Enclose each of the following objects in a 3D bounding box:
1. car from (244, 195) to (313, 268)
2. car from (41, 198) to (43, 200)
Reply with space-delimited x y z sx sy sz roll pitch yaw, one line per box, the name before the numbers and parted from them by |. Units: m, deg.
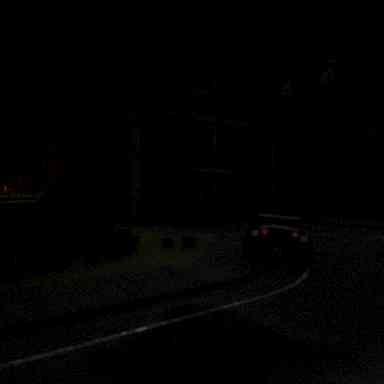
car | 2.823 1.121 10.996 1.905 1.878 3.866 6 3 12
car | -28.532 1.299 65.797 1.905 1.878 3.866 0 0 -35
